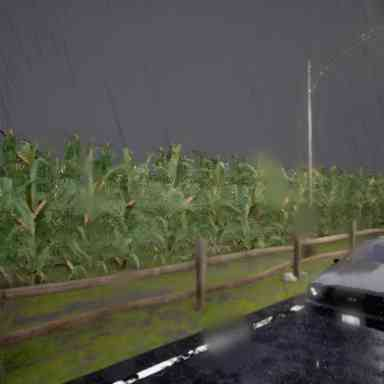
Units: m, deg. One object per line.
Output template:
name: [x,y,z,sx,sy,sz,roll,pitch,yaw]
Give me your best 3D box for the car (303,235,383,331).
car: [4.485,1.664,7.072,5.357,1.411,2.033,1,-2,-42]
